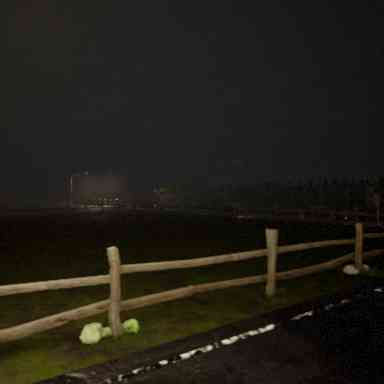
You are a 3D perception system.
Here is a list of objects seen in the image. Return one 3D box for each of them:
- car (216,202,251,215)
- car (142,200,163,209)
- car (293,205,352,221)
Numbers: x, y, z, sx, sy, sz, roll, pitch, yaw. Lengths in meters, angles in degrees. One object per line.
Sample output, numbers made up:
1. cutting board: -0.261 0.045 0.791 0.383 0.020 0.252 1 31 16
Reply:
1. car: 4.612 1.857 38.088 1.812 1.442 4.674 0 0 -35
2. car: -6.430 2.002 53.728 1.837 1.490 4.892 0 -1 -35
3. car: 11.210 1.839 28.803 1.895 1.301 4.718 0 0 -36
